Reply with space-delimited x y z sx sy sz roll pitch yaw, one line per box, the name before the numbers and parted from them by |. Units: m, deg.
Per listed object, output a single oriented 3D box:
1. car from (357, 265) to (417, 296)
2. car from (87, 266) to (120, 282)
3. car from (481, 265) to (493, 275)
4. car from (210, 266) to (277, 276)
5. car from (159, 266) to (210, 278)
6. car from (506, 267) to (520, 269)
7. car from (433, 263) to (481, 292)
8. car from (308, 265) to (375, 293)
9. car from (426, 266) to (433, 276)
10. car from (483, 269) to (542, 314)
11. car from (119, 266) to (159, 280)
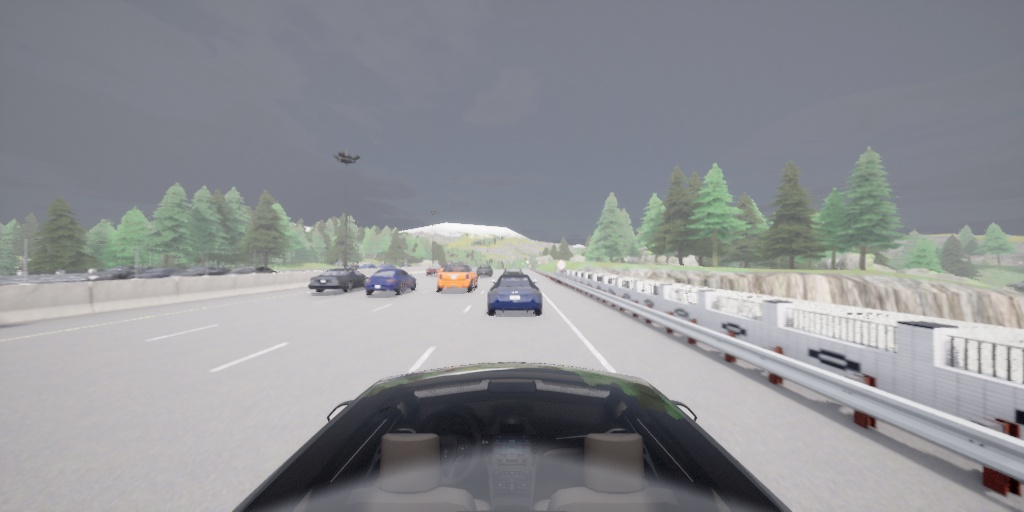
car | -6.899 1.439 20.730 1.812 1.442 4.674 0 -1 0
car | -31.581 1.551 29.466 2.128 1.511 4.902 0 -1 0
car | -3.402 1.852 45.855 2.128 1.511 4.902 0 -1 0
car | -21.088 1.552 28.827 1.837 1.490 4.892 0 -1 0
car | -24.589 1.537 28.709 2.128 1.511 4.902 0 -1 0
car | 0.099 1.748 34.293 1.895 1.301 4.718 0 -1 0
car | -3.400 1.301 23.068 2.097 1.767 4.553 0 -1 0
car | -10.400 1.483 22.250 2.033 1.411 5.357 0 -1 0
car | -10.402 2.026 49.369 1.895 1.301 4.718 0 -1 0
car | 0.100 1.395 14.138 1.994 1.385 4.181 0 -1 0
car | -28.087 1.611 28.788 1.994 1.385 4.181 0 -1 0
